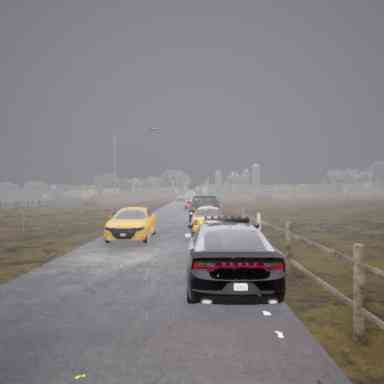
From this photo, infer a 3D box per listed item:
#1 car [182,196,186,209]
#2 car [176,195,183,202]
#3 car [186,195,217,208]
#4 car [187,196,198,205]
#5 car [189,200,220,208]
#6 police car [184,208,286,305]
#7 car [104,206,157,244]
[{"bbox_3d":[0.113,1.367,45.425,2.097,1.767,4.553,0,0,1],"label":"car"},{"bbox_3d":[-2.599,1.472,74.643,1.882,1.535,5.008,0,0,0],"label":"car"},{"bbox_3d":[0.875,1.228,24.212,2.150,2.045,5.566,0,0,0],"label":"car"},{"bbox_3d":[0.119,1.543,58.431,1.812,1.442,4.674,0,0,0],"label":"car"},{"bbox_3d":[0.862,1.457,18.371,1.801,1.575,5.366,0,0,0],"label":"car"},{"bbox_3d":[0.842,1.425,8.291,1.930,1.638,5.238,0,0,0],"label":"police car"},{"bbox_3d":[-2.818,1.478,16.093,1.882,1.535,5.008,0,0,0],"label":"car"}]
